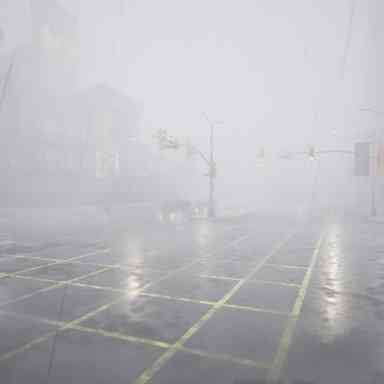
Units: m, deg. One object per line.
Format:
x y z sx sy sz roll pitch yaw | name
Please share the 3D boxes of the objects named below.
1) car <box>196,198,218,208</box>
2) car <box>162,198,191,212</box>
2.196 1.599 48.688 1.895 1.301 4.718 0 0 23 | car
-1.774 1.476 39.277 1.882 1.535 5.008 0 0 25 | car
